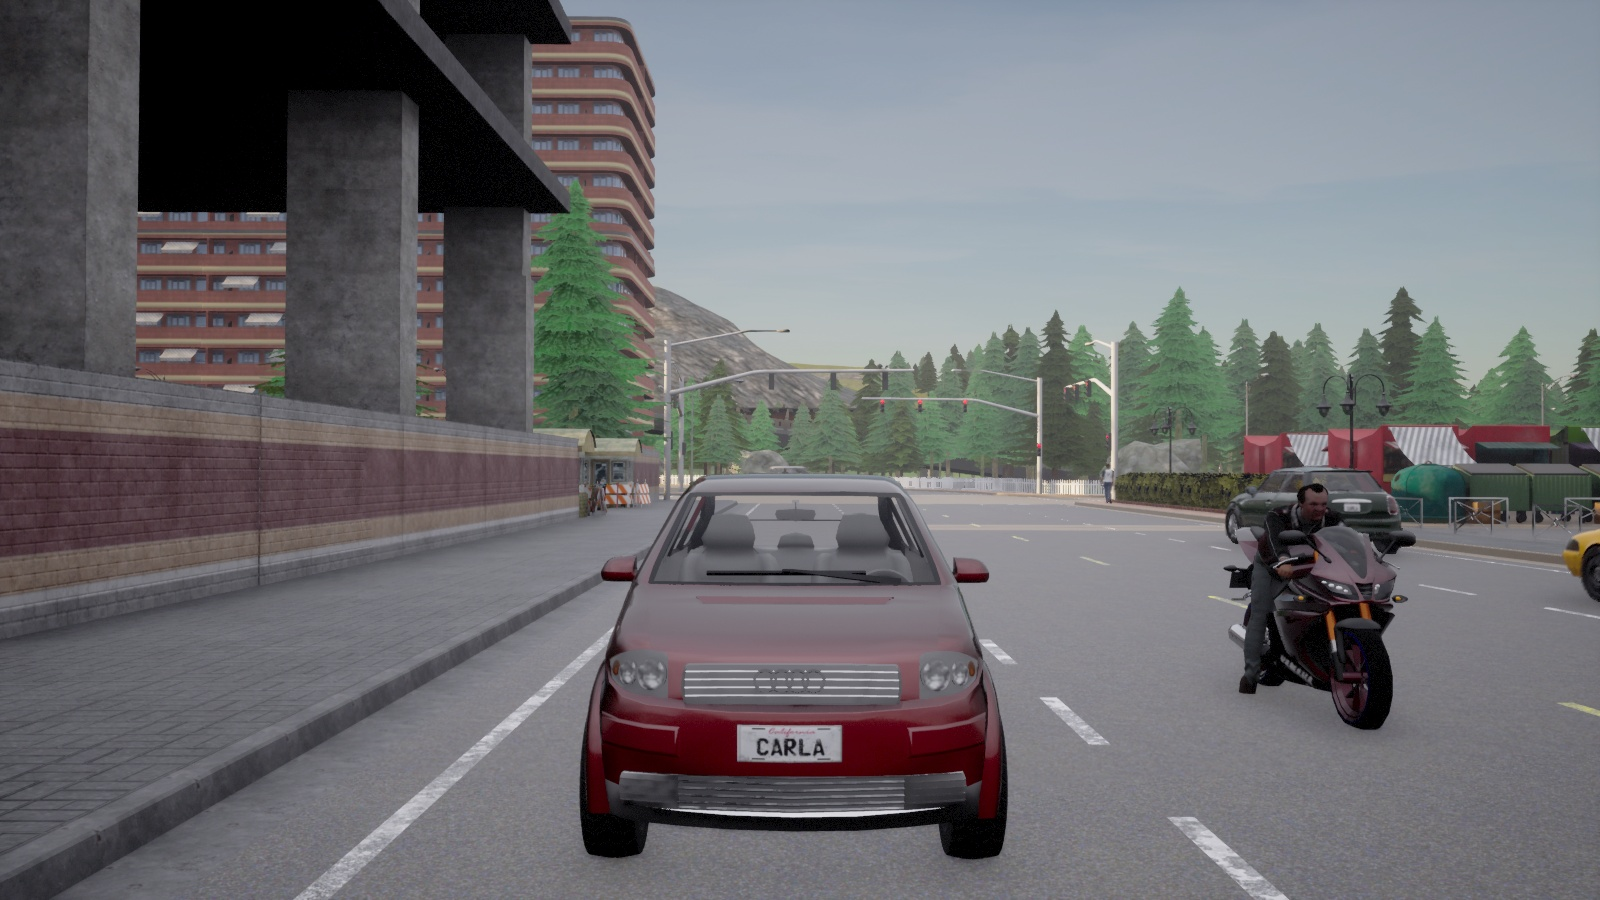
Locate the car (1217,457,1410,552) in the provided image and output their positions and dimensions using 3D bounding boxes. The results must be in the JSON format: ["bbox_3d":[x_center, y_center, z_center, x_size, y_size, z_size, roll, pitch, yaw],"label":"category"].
[{"bbox_3d":[10.428,1.066,25.944,2.097,1.767,4.553,0,-1,0],"label":"car"}]

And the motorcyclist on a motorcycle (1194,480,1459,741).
[{"bbox_3d":[3.476,0.979,8.565,0.866,1.530,2.191,0,-1,0],"label":"motorcyclist on a motorcycle"}]

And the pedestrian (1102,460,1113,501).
[{"bbox_3d":[13.966,1.367,56.975,0.354,1.836,0.706,0,-1,3],"label":"pedestrian"}]

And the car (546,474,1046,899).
[{"bbox_3d":[-0.016,0.900,6.363,1.789,1.549,3.705,0,-1,0],"label":"car"}]

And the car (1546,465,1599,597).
[{"bbox_3d":[10.462,0.936,13.376,1.801,1.575,5.366,0,-1,0],"label":"car"}]
